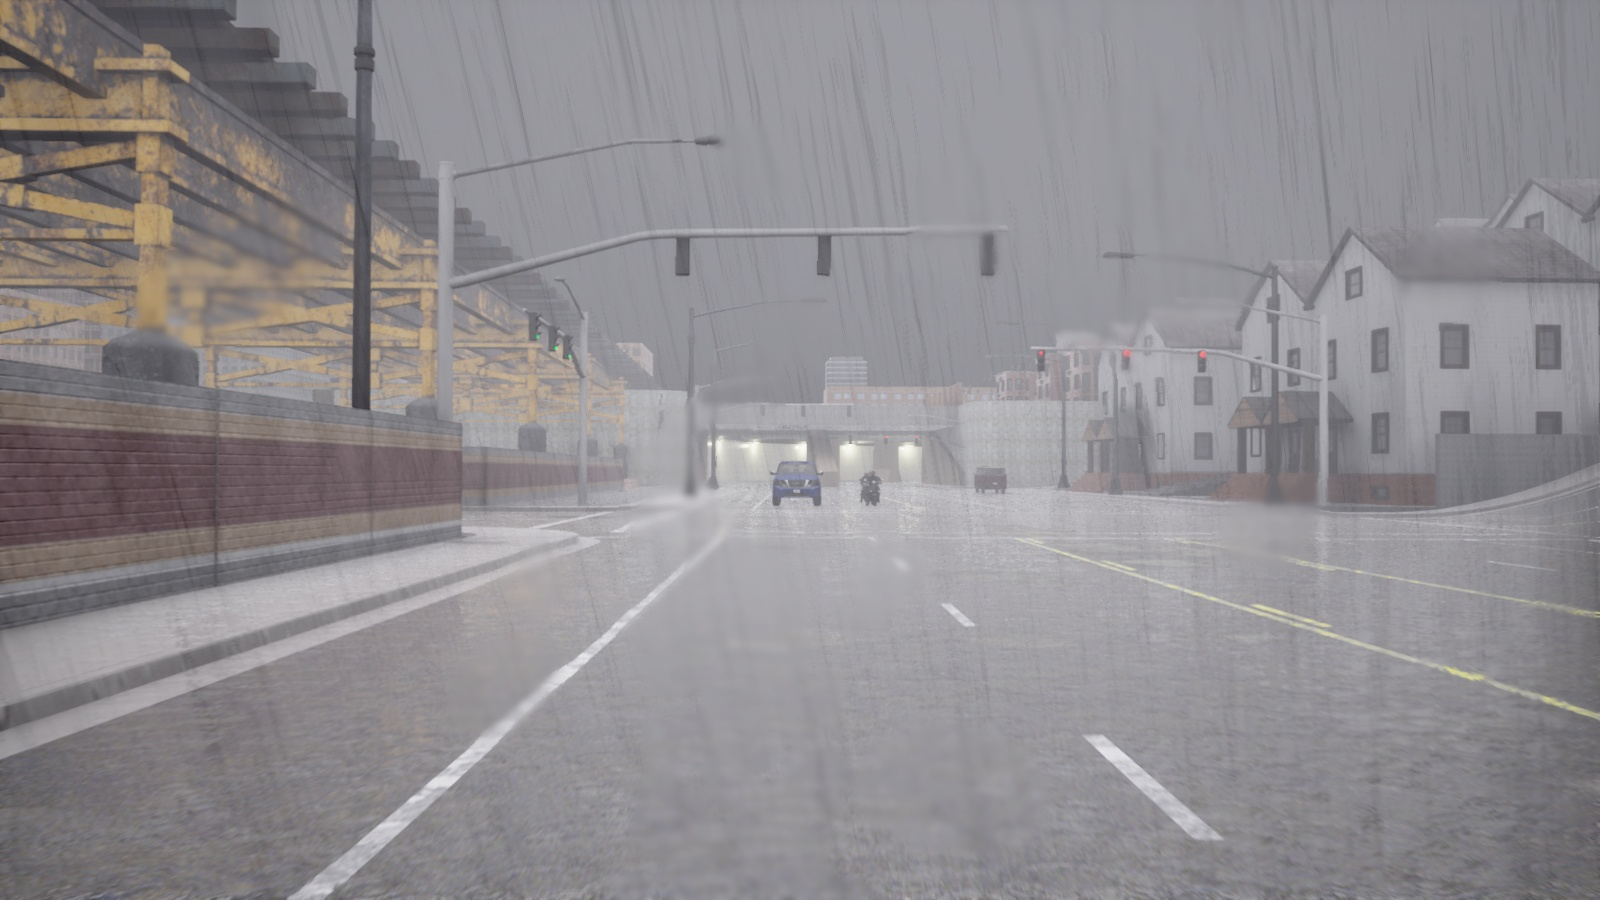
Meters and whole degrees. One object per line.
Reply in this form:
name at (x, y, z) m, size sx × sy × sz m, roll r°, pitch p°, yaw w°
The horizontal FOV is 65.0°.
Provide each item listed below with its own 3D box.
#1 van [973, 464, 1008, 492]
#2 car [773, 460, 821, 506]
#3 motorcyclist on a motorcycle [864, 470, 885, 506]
van at (13.824, 2.042, 91.368) m, size 1.775 × 1.987 × 4.442 m, roll 0°, pitch -1°, yaw -1°
car at (-0.130, 1.510, 58.282) m, size 2.150 × 2.045 × 5.566 m, roll 0°, pitch -1°, yaw 0°
motorcyclist on a motorcycle at (3.374, 1.710, 57.092) m, size 0.866 × 1.590 × 1.817 m, roll 0°, pitch -1°, yaw 0°
